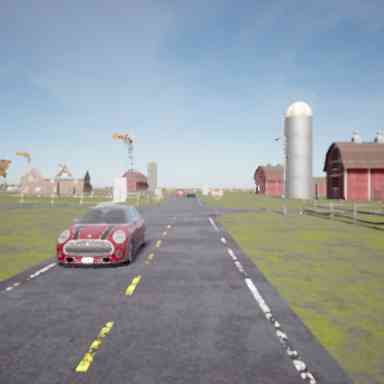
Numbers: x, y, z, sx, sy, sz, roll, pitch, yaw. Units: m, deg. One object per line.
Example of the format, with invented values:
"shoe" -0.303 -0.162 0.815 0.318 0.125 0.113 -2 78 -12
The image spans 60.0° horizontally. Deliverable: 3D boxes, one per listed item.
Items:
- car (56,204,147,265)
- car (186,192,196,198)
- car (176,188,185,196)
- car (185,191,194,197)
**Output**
"car" -2.839 1.249 11.316 2.097 1.767 4.553 0 1 0
"car" -0.071 0.750 83.119 1.882 1.535 5.008 0 1 -2
"car" -3.009 0.071 87.182 2.150 2.045 5.566 0 1 -2
"car" -0.738 0.631 93.228 1.882 1.535 5.008 0 1 -6
